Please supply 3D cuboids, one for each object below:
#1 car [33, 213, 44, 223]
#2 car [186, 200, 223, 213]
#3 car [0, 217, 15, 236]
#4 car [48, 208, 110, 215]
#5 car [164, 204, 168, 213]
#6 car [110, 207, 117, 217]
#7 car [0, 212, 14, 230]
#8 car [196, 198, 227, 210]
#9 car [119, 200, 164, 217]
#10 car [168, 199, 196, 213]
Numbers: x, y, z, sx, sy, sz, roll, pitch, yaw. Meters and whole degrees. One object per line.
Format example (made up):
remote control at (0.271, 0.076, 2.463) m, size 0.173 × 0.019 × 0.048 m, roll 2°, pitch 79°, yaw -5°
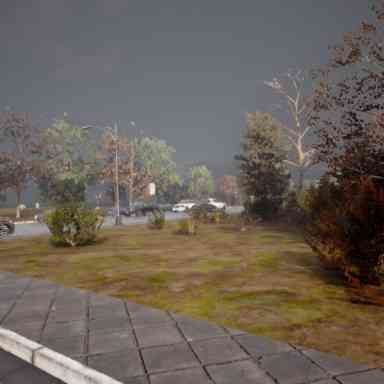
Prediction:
car at (-14.851, 2.505, 36.451) m, size 2.128 × 1.511 × 4.902 m, roll -3°, pitch -2°, yaw 32°
car at (1.691, 2.109, 42.652) m, size 1.837 × 1.490 × 4.892 m, roll -3°, pitch -2°, yaw 32°
car at (-13.124, 1.870, 19.787) m, size 2.097 × 1.767 × 4.553 m, roll -3°, pitch -2°, yaw 35°
car at (-10.257, 2.165, 30.330) m, size 1.882 × 1.535 × 5.008 m, roll -3°, pitch -2°, yaw 33°
car at (-4.583, 2.607, 52.687) m, size 2.128 × 1.511 × 4.902 m, roll -3°, pitch -2°, yaw 32°
car at (-10.043, 2.615, 44.051) m, size 1.994 × 1.385 × 4.181 m, roll -3°, pitch -2°, yaw 32°
car at (-17.322, 2.387, 26.300) m, size 2.033 × 1.411 × 5.357 m, roll -3°, pitch -2°, yaw 34°
car at (3.367, 2.046, 51.919) m, size 2.150 × 2.045 × 5.566 m, roll -3°, pitch -2°, yaw 32°
car at (-6.472, 2.124, 43.185) m, size 2.150 × 2.045 × 5.566 m, roll -3°, pitch -2°, yaw 32°
car at (-0.798, 2.193, 52.141) m, size 2.150 × 2.045 × 5.566 m, roll -3°, pitch -2°, yaw 33°
